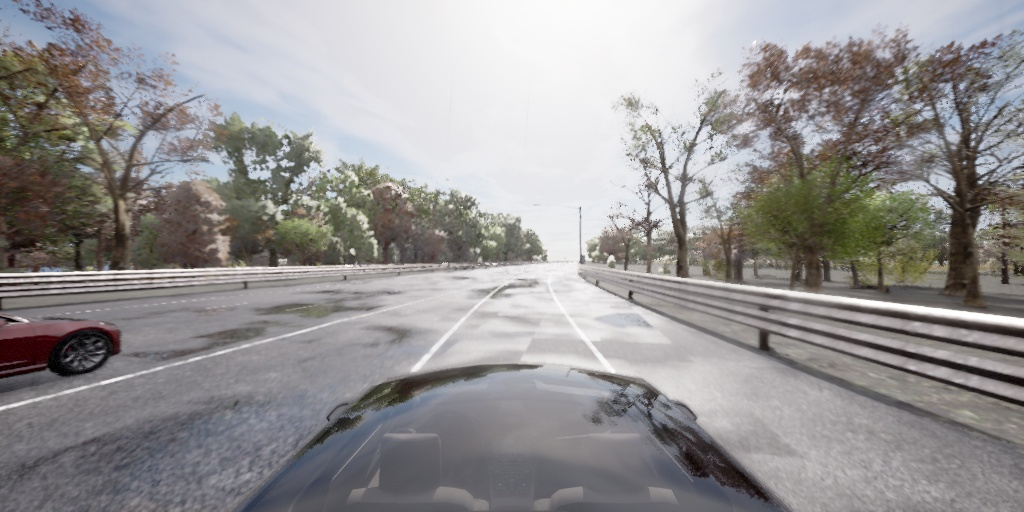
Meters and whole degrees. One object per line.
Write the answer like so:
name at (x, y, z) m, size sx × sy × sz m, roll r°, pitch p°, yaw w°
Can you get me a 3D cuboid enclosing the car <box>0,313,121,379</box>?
car at (-8.412, 1.224, 4.651) m, size 2.163 × 1.488 × 4.792 m, roll 0°, pitch -1°, yaw 11°
